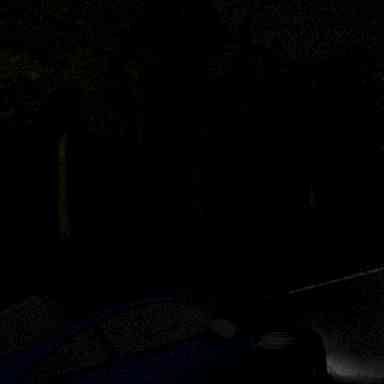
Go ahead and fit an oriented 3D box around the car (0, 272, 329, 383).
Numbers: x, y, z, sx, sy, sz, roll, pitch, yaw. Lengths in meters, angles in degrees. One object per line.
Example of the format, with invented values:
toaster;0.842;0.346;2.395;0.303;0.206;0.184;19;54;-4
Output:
car;-0.510;1.578;3.378;4.181;1.385;1.994;1;0;-35
